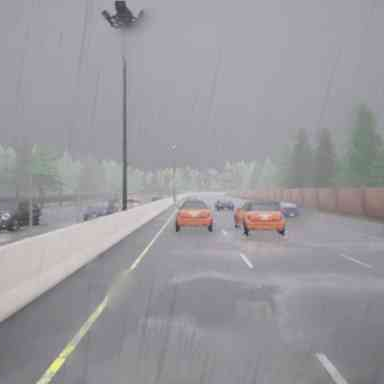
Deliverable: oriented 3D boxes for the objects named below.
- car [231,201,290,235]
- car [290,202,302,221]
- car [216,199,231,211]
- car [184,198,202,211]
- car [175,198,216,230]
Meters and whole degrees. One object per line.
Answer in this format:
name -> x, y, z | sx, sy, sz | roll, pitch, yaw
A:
car -> 3.610, 1.284, 18.504 | 2.097, 1.767, 4.553 | 0, 0, 0
car -> 7.102, 1.431, 25.897 | 1.812, 1.442, 4.674 | 0, 0, 0
car -> 3.615, 1.463, 37.810 | 1.895, 1.301, 4.718 | 0, 0, 0
car -> 0.124, 1.419, 39.747 | 1.994, 1.385, 4.181 | 0, 0, 0
car -> 0.112, 1.277, 20.391 | 2.097, 1.767, 4.553 | 0, 0, 0
